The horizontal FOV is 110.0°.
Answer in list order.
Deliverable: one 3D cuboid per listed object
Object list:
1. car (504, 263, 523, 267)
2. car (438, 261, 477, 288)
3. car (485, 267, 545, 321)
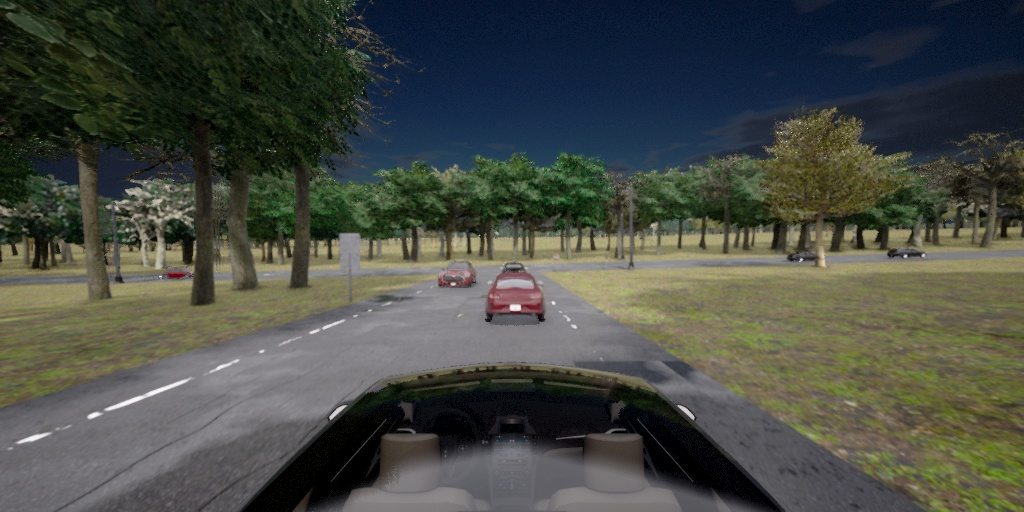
[{"bbox_3d":[0.138,1.273,27.226,1.837,1.490,4.892,0,-1,0],"label":"car"},{"bbox_3d":[-3.549,1.121,23.938,2.097,1.767,4.553,0,0,0],"label":"car"},{"bbox_3d":[0.108,1.287,12.398,1.812,1.442,4.674,0,0,0],"label":"car"}]
